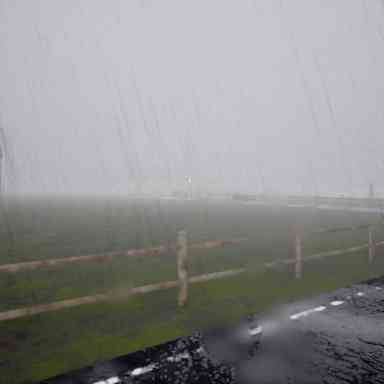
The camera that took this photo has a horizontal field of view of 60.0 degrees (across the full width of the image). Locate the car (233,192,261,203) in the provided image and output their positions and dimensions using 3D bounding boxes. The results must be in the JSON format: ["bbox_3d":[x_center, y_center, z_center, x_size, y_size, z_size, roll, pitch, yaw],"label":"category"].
[{"bbox_3d":[8.274,0.808,50.441,2.128,1.511,4.902,0,1,-35],"label":"car"}]

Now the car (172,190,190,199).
[{"bbox_3d":[-2.255,0.410,65.349,2.097,1.767,4.553,0,1,-35],"label":"car"}]
